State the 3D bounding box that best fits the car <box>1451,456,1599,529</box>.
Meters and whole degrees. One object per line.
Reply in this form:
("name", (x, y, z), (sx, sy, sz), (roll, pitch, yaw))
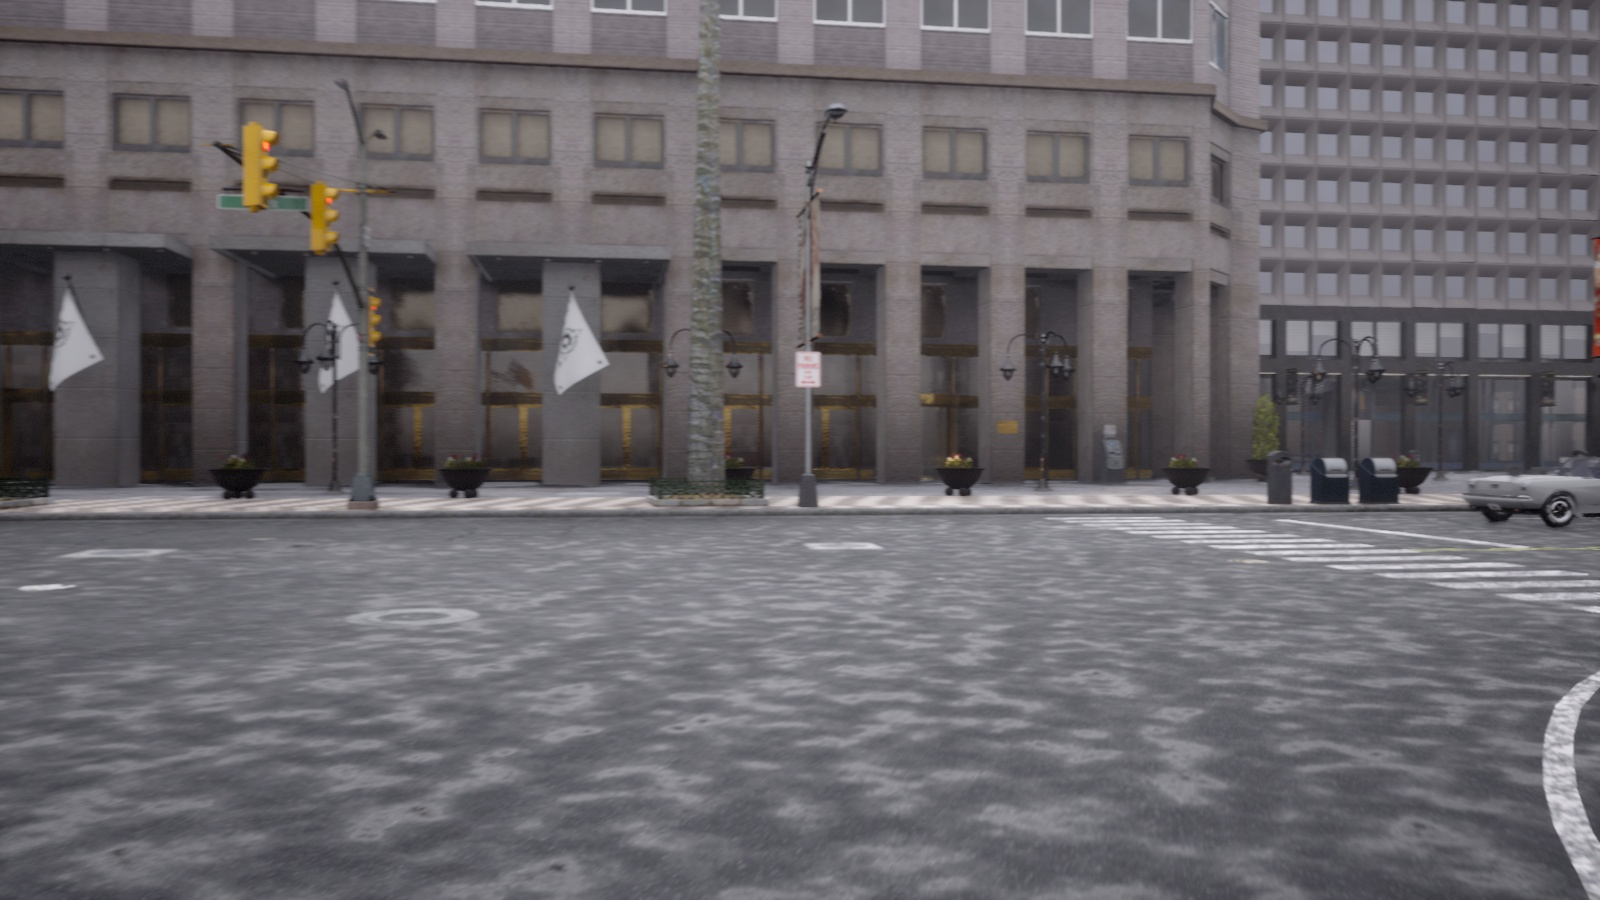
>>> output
("car", (15.271, 0.787, 24.058), (4.718, 1.301, 1.895), (0, 0, -8))
